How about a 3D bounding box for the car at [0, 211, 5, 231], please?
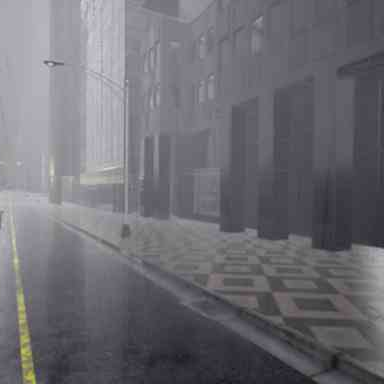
[{"bbox_3d":[-12.677,1.538,20.357,2.128,1.511,4.902,0,0,-29],"label":"car"}]
